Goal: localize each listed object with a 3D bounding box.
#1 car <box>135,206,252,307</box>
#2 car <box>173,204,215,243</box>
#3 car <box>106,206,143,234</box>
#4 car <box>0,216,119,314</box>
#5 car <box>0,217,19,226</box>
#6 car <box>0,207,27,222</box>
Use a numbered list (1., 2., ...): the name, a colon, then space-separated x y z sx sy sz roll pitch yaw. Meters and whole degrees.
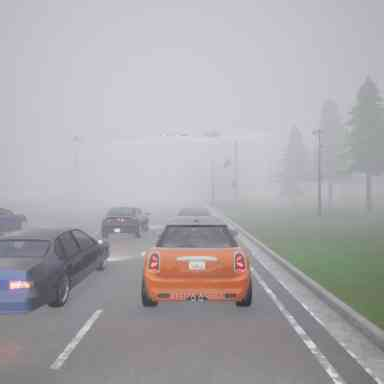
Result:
1. car: 0.092 1.352 8.145 2.097 1.767 4.553 0 0 0
2. car: 0.082 1.477 17.172 1.882 1.535 5.008 0 0 0
3. car: -3.420 1.504 17.615 1.837 1.490 4.892 0 0 0
4. car: -3.407 1.547 7.870 2.033 1.411 5.357 0 0 0
5. car: -6.913 1.600 8.939 1.895 1.301 4.718 0 0 0
6. car: -10.419 1.477 17.160 1.882 1.535 5.008 0 0 0
